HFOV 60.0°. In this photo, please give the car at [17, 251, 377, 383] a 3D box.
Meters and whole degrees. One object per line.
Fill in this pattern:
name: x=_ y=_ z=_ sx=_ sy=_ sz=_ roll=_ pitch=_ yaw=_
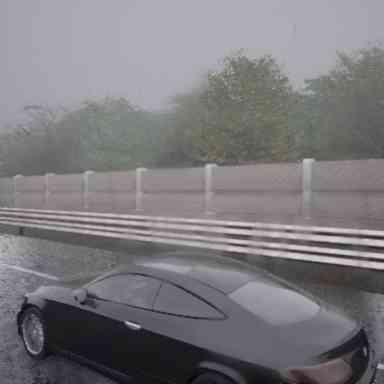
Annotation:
car: x=-0.323 y=1.518 z=4.239 sx=4.674 sy=1.442 sz=1.812 roll=0 pitch=0 yaw=35
